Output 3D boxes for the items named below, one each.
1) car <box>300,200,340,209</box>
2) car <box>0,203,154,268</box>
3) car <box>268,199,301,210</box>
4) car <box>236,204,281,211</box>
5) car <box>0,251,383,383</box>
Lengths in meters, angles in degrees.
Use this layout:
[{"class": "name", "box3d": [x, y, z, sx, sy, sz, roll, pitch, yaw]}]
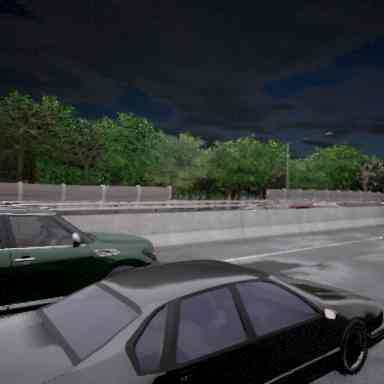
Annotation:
[{"class": "car", "box3d": [14.165, 1.796, 35.931, 4.674, 1.442, 1.812, 0, 0, -36]}, {"class": "car", "box3d": [-3.195, 1.218, 5.773, 5.566, 2.045, 2.150, 1, 0, -36]}, {"class": "car", "box3d": [11.407, 1.611, 38.254, 4.553, 1.767, 2.097, 1, 0, -36]}, {"class": "car", "box3d": [4.032, 1.756, 24.247, 4.718, 1.301, 1.895, 1, 0, -36]}, {"class": "car", "box3d": [0.179, 1.569, 3.895, 5.357, 1.411, 2.033, 1, 0, -36]}]
